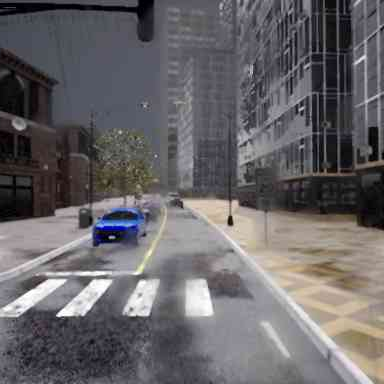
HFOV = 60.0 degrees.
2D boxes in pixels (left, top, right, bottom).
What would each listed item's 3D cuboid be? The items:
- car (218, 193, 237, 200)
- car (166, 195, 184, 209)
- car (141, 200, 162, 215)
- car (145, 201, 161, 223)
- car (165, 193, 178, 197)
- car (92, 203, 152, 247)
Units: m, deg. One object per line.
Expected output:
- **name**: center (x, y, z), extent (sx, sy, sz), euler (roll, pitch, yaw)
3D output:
- **car**: center (9.060, 1.187, 85.560), extent (5.009, 1.841, 2.192), euler (0, -1, 11)
- **car**: center (-2.137, 1.501, 44.944), extent (1.837, 1.490, 4.892), euler (0, 0, -6)
- **car**: center (-4.201, 1.597, 35.151), extent (1.895, 1.301, 4.718), euler (0, 0, -4)
- **car**: center (-3.589, 1.562, 25.252), extent (1.994, 1.385, 4.181), euler (0, 0, -3)
- **car**: center (-3.208, 1.215, 55.332), extent (2.150, 2.045, 5.566), euler (0, 0, -7)
- **car**: center (-3.164, 1.477, 15.321), extent (1.882, 1.535, 5.008), euler (0, 0, -2)
